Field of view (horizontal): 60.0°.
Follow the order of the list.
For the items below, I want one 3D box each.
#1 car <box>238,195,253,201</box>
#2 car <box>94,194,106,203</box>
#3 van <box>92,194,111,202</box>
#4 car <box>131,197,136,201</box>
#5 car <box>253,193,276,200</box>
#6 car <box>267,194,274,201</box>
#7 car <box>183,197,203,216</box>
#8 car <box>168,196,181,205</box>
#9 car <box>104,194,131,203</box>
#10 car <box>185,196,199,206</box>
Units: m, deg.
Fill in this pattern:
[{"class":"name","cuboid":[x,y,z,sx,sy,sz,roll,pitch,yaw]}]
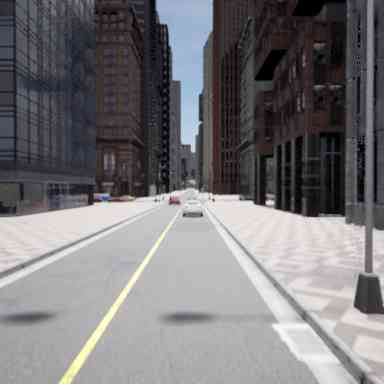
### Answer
[{"class":"car","cuboid":[11.697,1.307,68.462,4.313,1.339,1.947,-1,1,0]},{"class":"car","cuboid":[-20.955,1.403,68.528,5.009,1.841,2.192,-1,1,0]},{"class":"van","cuboid":[-20.945,1.320,77.053,3.998,1.788,1.690,-1,1,0]},{"class":"car","cuboid":[-15.434,1.449,77.045,4.829,1.417,1.752,-1,1,0]},{"class":"car","cuboid":[16.748,1.099,76.975,4.829,1.417,1.752,-1,1,0]},{"class":"car","cuboid":[17.075,1.230,68.450,4.403,1.369,2.008,-1,1,0]},{"class":"car","cuboid":[0.096,1.508,32.404,1.812,1.442,4.674,0,0,0]},{"class":"car","cuboid":[-2.989,1.382,56.515,1.882,1.535,5.008,0,0,-4]},{"class":"car","cuboid":[-15.272,1.614,68.522,4.206,1.307,1.802,-1,1,0]},{"class":"car","cuboid":[0.011,1.464,53.337,2.033,1.411,5.357,0,0,0]}]
